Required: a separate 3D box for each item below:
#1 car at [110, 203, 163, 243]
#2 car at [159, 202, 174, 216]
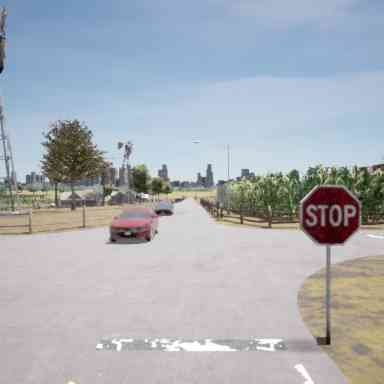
[{"bbox_3d":[-2.799,1.553,16.947,1.882,1.535,5.008,-1,0,0],"label":"car"},{"bbox_3d":[-2.830,1.722,35.164,2.033,1.411,5.357,0,-1,0],"label":"car"}]
